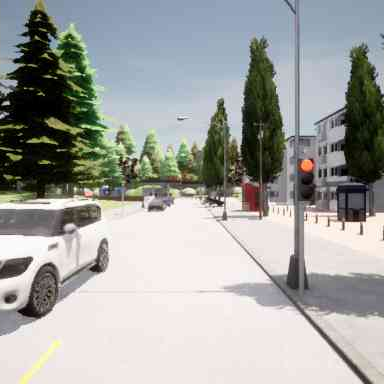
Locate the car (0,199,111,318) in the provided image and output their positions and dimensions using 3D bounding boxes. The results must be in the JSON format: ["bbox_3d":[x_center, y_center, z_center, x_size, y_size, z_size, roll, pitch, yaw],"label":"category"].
[{"bbox_3d":[-3.599,1.220,7.805,2.150,2.045,5.566,0,0,3],"label":"car"}]

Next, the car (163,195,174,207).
[{"bbox_3d":[-4.174,1.564,50.061,1.994,1.385,4.181,0,0,0],"label":"car"}]

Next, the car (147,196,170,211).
[{"bbox_3d":[-4.171,1.547,40.123,2.033,1.411,5.357,0,0,0],"label":"car"}]

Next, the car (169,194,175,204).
[{"bbox_3d":[-4.146,1.505,60.053,1.837,1.490,4.892,0,0,0],"label":"car"}]
